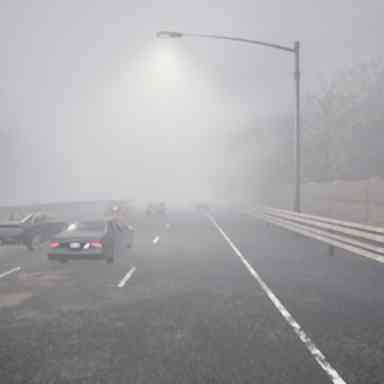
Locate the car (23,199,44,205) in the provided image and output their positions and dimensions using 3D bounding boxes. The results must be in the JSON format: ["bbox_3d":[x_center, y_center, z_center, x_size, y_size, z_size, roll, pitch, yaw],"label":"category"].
[{"bbox_3d":[-24.533,1.825,51.865,1.812,1.442,4.674,0,0,1],"label":"car"}]

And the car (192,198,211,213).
[{"bbox_3d":[1.238,1.745,40.025,1.812,1.442,4.674,0,0,0],"label":"car"}]

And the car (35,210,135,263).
[{"bbox_3d":[-3.397,1.610,12.172,2.033,1.411,5.357,0,0,0],"label":"car"}]

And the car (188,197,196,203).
[{"bbox_3d":[0.025,1.876,79.835,1.812,1.442,4.674,0,0,0],"label":"car"}]

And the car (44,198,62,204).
[{"bbox_3d":[-21.031,1.808,52.825,1.837,1.490,4.892,0,0,1],"label":"car"}]

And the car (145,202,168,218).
[{"bbox_3d":[-3.389,1.660,32.230,2.128,1.511,4.902,0,0,0],"label":"car"}]

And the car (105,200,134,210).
[{"bbox_3d":[-6.892,1.520,31.987,2.097,1.767,4.553,0,0,0],"label":"car"}]

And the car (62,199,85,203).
[{"bbox_3d":[-17.549,1.769,50.895,1.882,1.535,5.008,0,0,0],"label":"car"}]

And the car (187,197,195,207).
[{"bbox_3d":[0.019,1.895,59.538,2.033,1.411,5.357,0,0,0],"label":"car"}]

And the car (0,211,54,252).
[{"bbox_3d":[-6.894,1.565,14.224,2.128,1.511,4.902,0,0,0],"label":"car"}]
